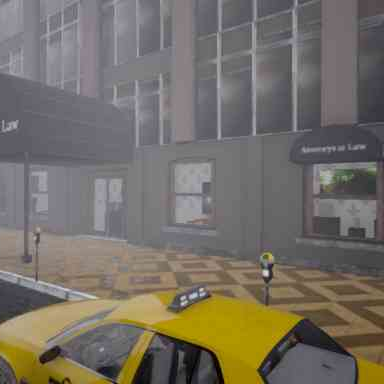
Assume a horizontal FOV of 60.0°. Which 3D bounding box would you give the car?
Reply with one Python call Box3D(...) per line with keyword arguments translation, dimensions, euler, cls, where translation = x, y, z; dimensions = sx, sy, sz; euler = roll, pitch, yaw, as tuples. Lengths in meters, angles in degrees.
Box3D(translation=(-0.228, 1.525, 3.033), dimensions=(4.829, 1.417, 1.752), euler=(0, 0, 36), cls="car")
